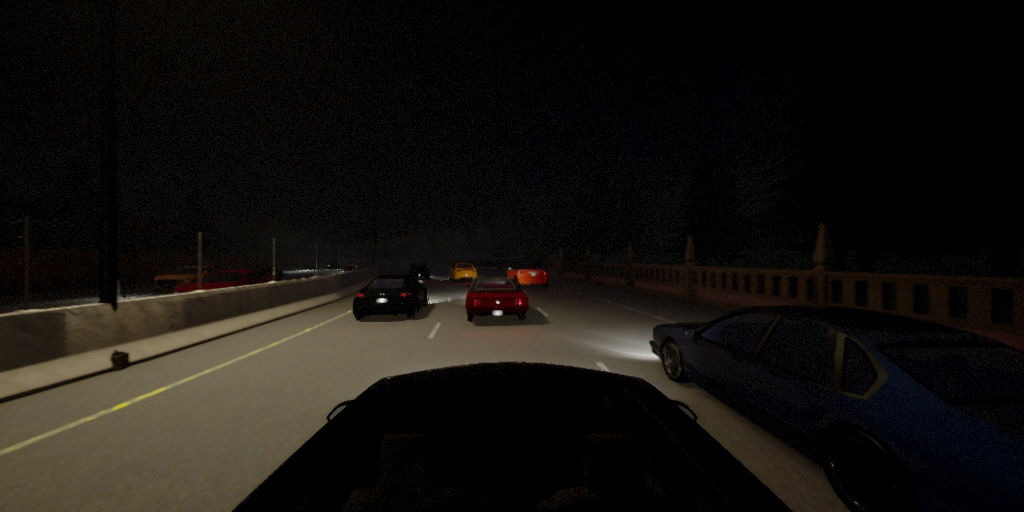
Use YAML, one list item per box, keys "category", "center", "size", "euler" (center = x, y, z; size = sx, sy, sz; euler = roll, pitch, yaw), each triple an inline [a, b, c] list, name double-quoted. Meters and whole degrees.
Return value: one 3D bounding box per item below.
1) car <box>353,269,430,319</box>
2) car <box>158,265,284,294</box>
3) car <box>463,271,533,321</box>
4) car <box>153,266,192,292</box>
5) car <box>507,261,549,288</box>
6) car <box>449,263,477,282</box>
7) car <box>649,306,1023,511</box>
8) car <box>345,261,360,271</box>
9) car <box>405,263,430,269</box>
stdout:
- category: "car"
  center: [-4.289, 1.365, 13.177]
  size: [1.994, 1.385, 4.181]
  euler: [0, 0, -7]
- category: "car"
  center: [-11.795, 1.317, 15.196]
  size: [1.882, 1.535, 5.008]
  euler: [0, 0, -9]
- category: "car"
  center: [-0.661, 1.385, 12.681]
  size: [1.895, 1.301, 4.718]
  euler: [0, 0, -6]
- category: "car"
  center: [-20.516, 1.378, 23.066]
  size: [1.882, 1.535, 5.008]
  euler: [0, 0, -15]
- category: "car"
  center: [0.896, 1.162, 24.307]
  size: [2.097, 1.767, 4.553]
  euler: [0, 0, -12]
- category: "car"
  center: [-4.189, 1.326, 30.314]
  size: [1.882, 1.535, 5.008]
  euler: [0, 0, -15]
- category: "car"
  center: [3.464, 1.289, 4.058]
  size: [2.033, 1.411, 5.357]
  euler: [0, 0, -2]
- category: "car"
  center: [-24.505, 1.485, 55.149]
  size: [1.882, 1.535, 5.008]
  euler: [0, 0, -20]
- category: "car"
  center: [-8.569, 1.380, 32.665]
  size: [1.837, 1.490, 4.892]
  euler: [0, 0, -18]
